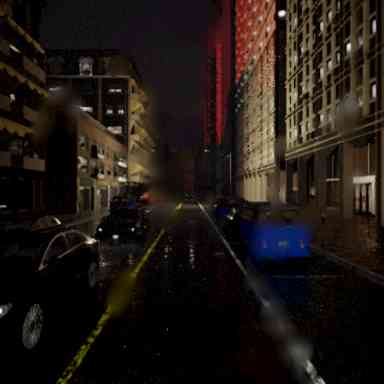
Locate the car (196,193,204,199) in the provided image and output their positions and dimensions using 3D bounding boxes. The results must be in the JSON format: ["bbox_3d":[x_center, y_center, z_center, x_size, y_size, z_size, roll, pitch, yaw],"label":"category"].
[{"bbox_3d":[2.218,0.963,90.528,1.967,1.590,4.097,0,0,0],"label":"car"}]

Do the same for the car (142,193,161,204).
[{"bbox_3d":[-5.924,1.071,45.296,2.192,1.841,5.009,0,0,0],"label":"car"}]

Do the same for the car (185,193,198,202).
[{"bbox_3d":[-0.341,1.135,65.626,2.128,1.511,4.902,0,0,0],"label":"car"}]

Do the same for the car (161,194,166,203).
[{"bbox_3d":[-5.983,1.263,56.595,1.947,1.339,4.313,0,0,0],"label":"car"}]

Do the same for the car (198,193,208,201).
[{"bbox_3d":[2.337,1.210,67.935,1.802,1.307,4.206,0,0,0],"label":"car"}]

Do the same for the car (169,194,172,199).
[{"bbox_3d":[-6.071,1.140,73.370,1.752,1.417,4.829,0,0,0],"label":"car"}]

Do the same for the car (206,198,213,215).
[{"bbox_3d":[2.546,1.400,28.396,1.947,1.339,4.313,0,0,0],"label":"car"}]

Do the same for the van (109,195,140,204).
[{"bbox_3d":[-5.835,1.188,28.351,1.690,1.788,3.998,0,0,0],"label":"van"}]

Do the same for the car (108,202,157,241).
[{"bbox_3d":[-3.174,1.455,16.471,2.033,1.411,5.357,0,0,0],"label":"car"}]

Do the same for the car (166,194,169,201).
[{"bbox_3d":[-6.012,1.219,62.243,2.008,1.369,4.403,0,0,0],"label":"car"}]

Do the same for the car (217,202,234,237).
[{"bbox_3d":[2.605,1.448,17.099,2.008,1.369,4.403,0,0,0],"label":"car"}]

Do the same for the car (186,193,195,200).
[{"bbox_3d":[-0.395,0.978,76.045,1.994,1.385,4.181,0,0,0],"label":"car"}]

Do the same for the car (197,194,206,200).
[{"bbox_3d":[2.278,1.140,79.232,1.947,1.339,4.313,0,0,0],"label":"car"}]

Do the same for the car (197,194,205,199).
[{"bbox_3d":[2.248,1.130,84.881,1.802,1.307,4.206,0,0,0],"label":"car"}]

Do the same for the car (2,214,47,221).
[{"bbox_3d":[-5.745,1.492,11.407,2.008,1.369,4.403,0,0,0],"label":"car"}]

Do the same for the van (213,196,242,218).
[{"bbox_3d":[2.576,1.206,22.747,1.690,1.788,3.998,0,0,0],"label":"van"}]

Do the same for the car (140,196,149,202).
[{"bbox_3d":[-5.864,1.398,34.001,1.802,1.307,4.206,0,0,0],"label":"car"}]

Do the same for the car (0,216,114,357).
[{"bbox_3d":[-3.126,1.460,6.140,2.128,1.511,4.902,0,0,0],"label":"car"}]

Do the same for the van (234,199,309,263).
[{"bbox_3d":[2.635,1.270,11.450,1.690,1.788,3.998,0,0,0],"label":"van"}]

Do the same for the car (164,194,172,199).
[{"bbox_3d":[-6.132,1.106,84.837,1.887,1.381,4.507,0,0,0],"label":"car"}]
